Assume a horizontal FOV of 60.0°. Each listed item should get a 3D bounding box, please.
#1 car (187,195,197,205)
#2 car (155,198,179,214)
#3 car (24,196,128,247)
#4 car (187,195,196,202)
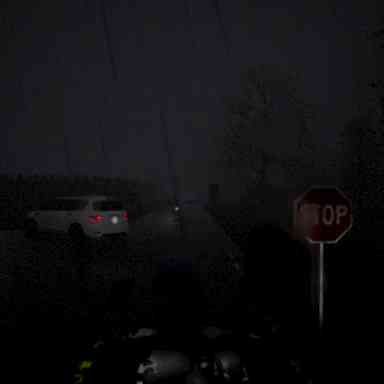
[{"bbox_3d":[0.031,1.591,60.282,1.895,1.301,4.718,0,0,1],"label":"car"},{"bbox_3d":[-2.856,1.559,36.167,2.033,1.411,5.357,0,0,0],"label":"car"},{"bbox_3d":[-5.430,1.209,15.348,5.566,2.045,2.150,0,-1,34],"label":"car"},{"bbox_3d":[-0.015,1.366,70.972,1.882,1.535,5.008,0,0,0],"label":"car"}]
